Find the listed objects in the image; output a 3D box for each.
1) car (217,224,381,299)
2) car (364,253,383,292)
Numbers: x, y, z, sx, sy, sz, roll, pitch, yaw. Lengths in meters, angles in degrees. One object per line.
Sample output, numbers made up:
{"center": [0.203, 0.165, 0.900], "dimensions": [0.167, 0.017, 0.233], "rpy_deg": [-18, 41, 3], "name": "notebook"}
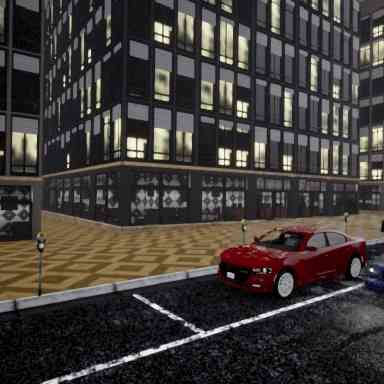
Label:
{"center": [2.665, 1.547, 8.454], "dimensions": [4.507, 1.381, 1.887], "rpy_deg": [0, 1, -36], "name": "car"}
{"center": [6.206, 1.550, 7.818], "dimensions": [5.357, 1.411, 2.033], "rpy_deg": [0, 0, -36], "name": "car"}
